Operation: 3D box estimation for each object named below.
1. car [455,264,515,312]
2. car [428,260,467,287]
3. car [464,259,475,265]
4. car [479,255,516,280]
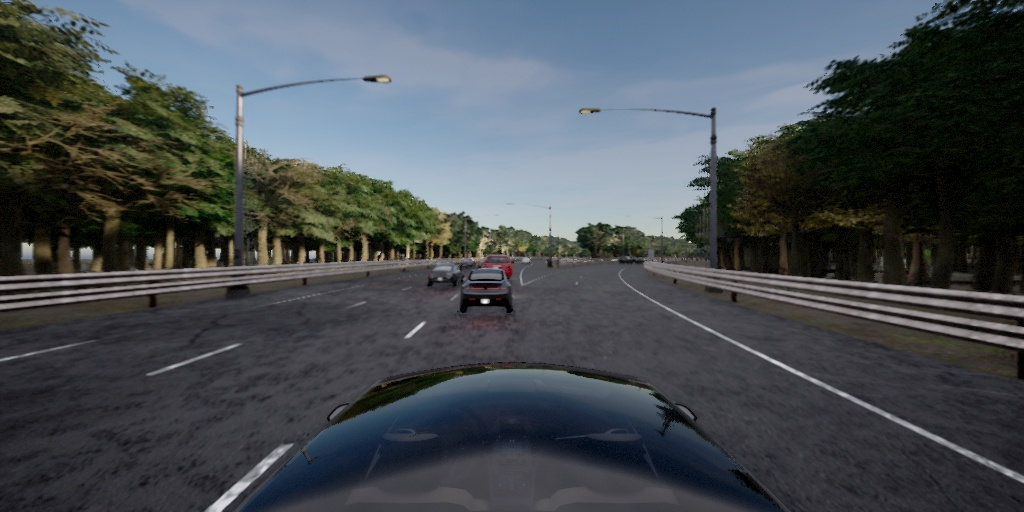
[{"bbox_3d":[-0.933,1.246,14.271,1.837,1.490,4.892,0,0,-1],"label":"car"},{"bbox_3d":[-4.404,1.235,24.242,1.812,1.442,4.674,0,0,0],"label":"car"},{"bbox_3d":[-6.809,1.185,55.403,1.812,1.442,4.674,0,0,4],"label":"car"},{"bbox_3d":[-1.010,0.941,27.732,2.150,2.045,5.566,0,0,1],"label":"car"}]
